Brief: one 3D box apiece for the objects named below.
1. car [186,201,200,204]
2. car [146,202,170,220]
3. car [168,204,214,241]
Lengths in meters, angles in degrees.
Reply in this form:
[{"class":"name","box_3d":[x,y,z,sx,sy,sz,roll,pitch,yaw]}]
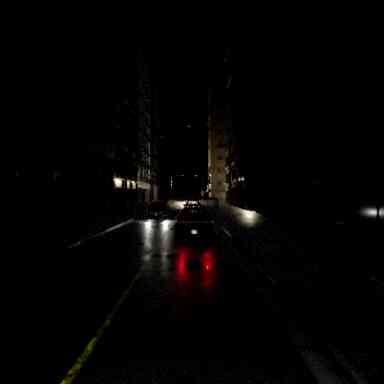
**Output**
[{"class":"car","box_3d":[0.124,1.706,35.136,2.128,1.511,4.902,0,0,0]},{"class":"car","box_3d":[-3.077,1.694,30.800,1.837,1.490,4.892,0,0,0]},{"class":"car","box_3d":[0.110,1.602,17.367,2.128,1.511,4.902,0,0,0]}]
